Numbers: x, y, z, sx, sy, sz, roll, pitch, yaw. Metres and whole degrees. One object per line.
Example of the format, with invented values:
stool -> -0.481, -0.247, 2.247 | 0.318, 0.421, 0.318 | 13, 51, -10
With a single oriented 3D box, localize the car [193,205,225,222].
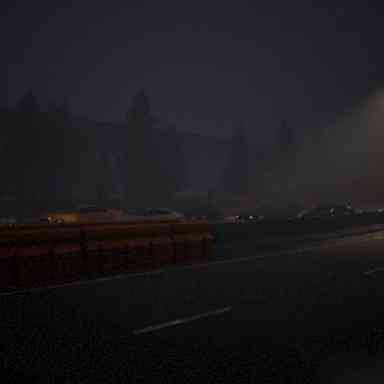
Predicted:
car -> 0.567, 1.703, 25.914 | 4.181, 1.385, 1.994 | 0, 0, -35

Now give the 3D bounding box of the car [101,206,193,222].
car -> -2.533, 1.618, 19.395 | 4.674, 1.442, 1.812 | 1, 0, -36

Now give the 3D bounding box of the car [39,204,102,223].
car -> -6.753, 1.542, 20.675 | 5.008, 1.535, 1.882 | 1, 0, -35

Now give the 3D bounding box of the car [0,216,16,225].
car -> -9.986, 1.523, 14.064 | 4.674, 1.442, 1.812 | 1, 0, -36

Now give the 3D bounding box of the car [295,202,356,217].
car -> 9.902, 1.606, 23.921 | 4.892, 1.490, 1.837 | -2, 1, -36

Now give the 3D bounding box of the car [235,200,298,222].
car -> 5.809, 1.656, 25.358 | 5.357, 1.411, 2.033 | -1, 1, -35
